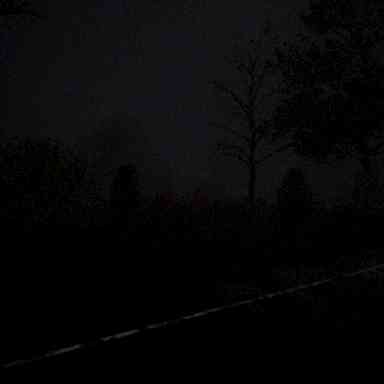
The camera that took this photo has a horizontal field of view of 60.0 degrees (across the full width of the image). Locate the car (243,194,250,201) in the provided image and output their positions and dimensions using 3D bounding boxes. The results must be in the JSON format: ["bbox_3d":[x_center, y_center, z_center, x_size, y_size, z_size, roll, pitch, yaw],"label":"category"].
[{"bbox_3d":[12.077,1.082,66.271,1.994,1.385,4.181,-1,1,-35],"label":"car"}]
